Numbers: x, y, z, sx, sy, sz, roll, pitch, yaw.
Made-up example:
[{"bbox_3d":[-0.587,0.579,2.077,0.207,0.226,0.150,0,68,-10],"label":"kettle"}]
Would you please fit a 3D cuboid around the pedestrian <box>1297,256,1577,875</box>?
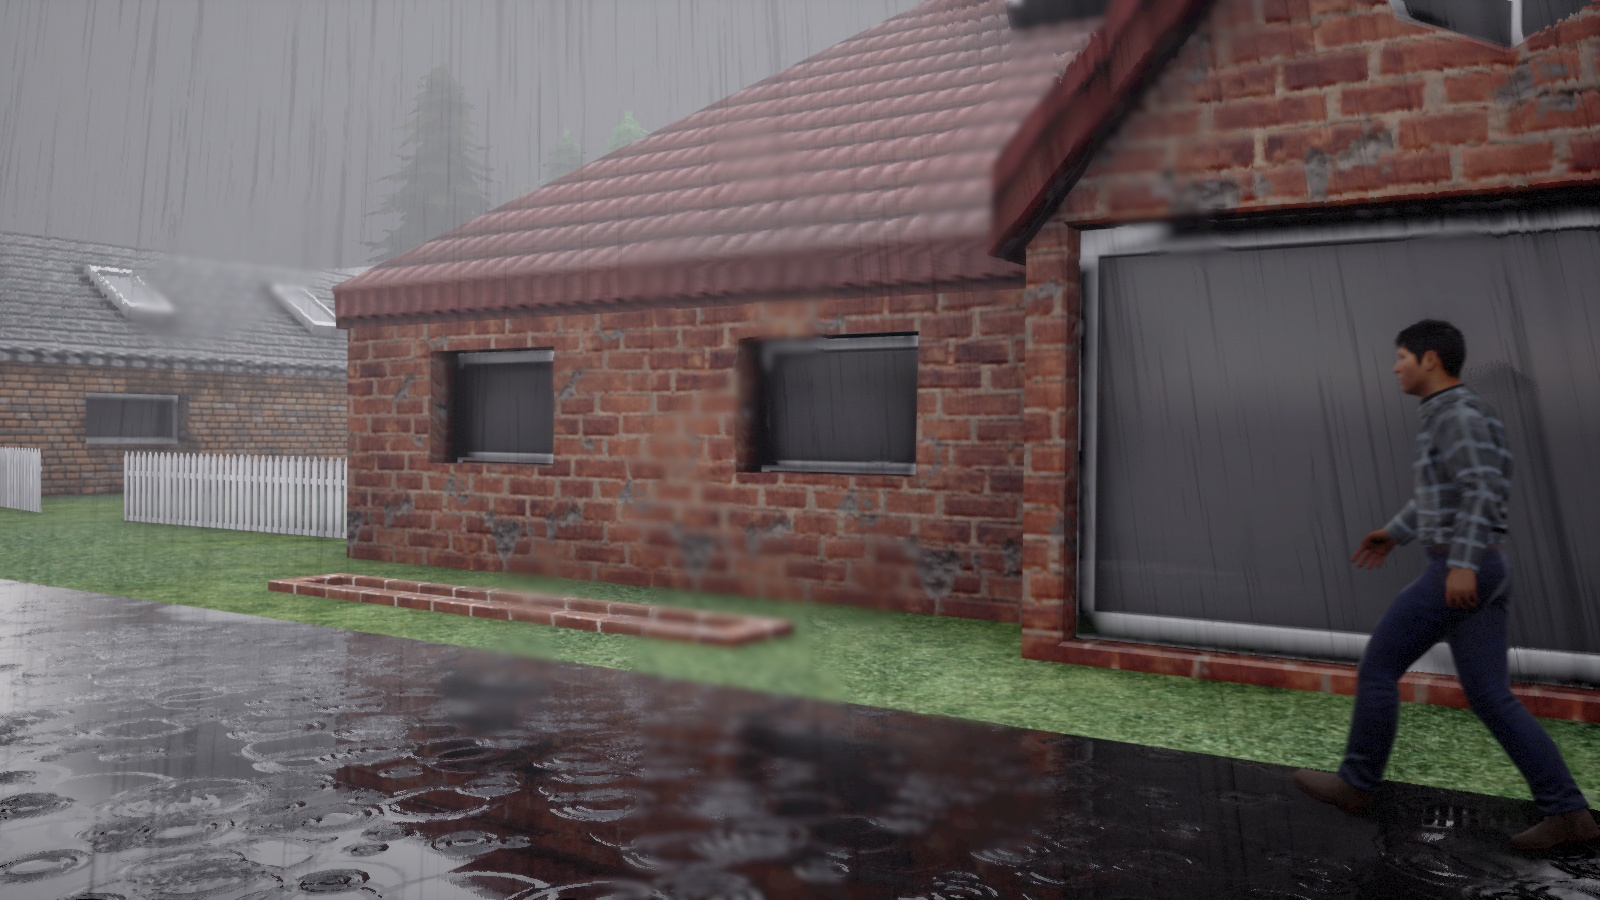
[{"bbox_3d":[2.204,0.361,4.361,0.788,1.949,0.423,0,1,40],"label":"pedestrian"}]
